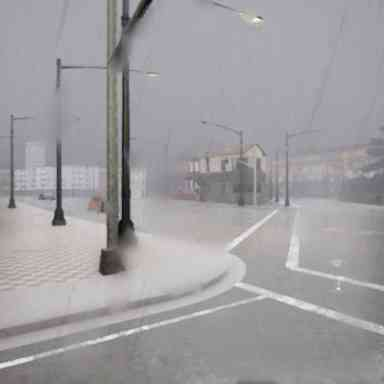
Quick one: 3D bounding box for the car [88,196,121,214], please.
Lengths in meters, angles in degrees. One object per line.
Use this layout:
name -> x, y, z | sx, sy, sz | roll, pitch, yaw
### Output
car -> -9.050, 1.207, 34.226 | 2.097, 1.767, 4.553 | 0, 1, -36

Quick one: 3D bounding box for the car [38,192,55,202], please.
car -> -24.048, 0.787, 55.077 | 1.812, 1.442, 4.674 | 0, 1, -36
